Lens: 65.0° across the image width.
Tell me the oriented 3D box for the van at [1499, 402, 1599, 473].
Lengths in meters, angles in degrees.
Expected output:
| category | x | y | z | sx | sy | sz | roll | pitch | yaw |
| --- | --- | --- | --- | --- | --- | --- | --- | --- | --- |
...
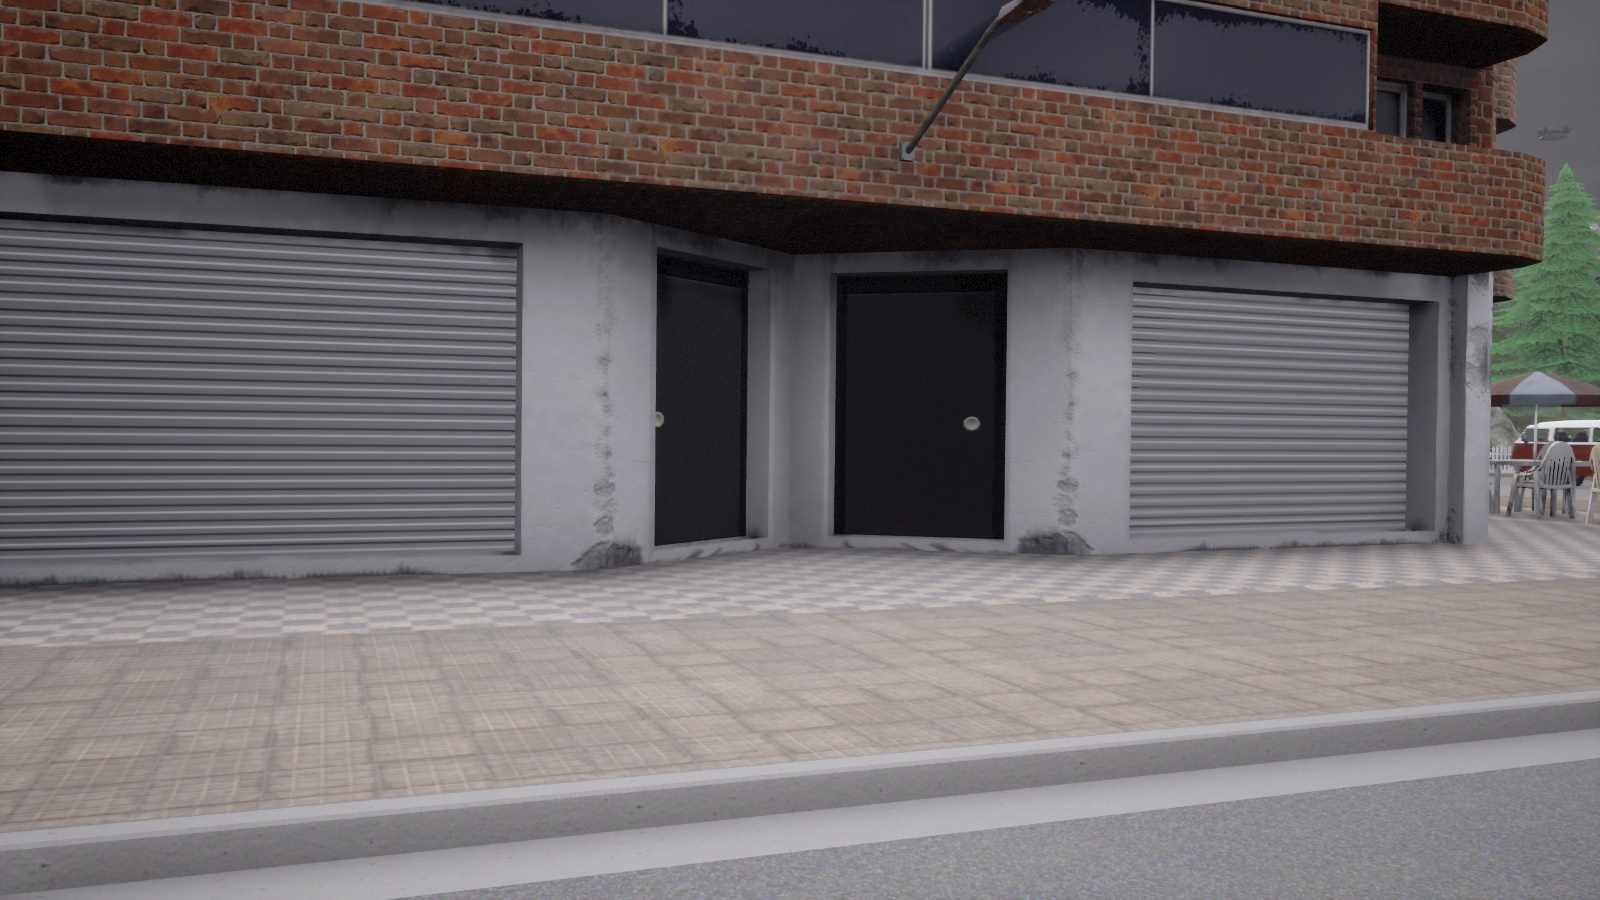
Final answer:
| category | x | y | z | sx | sy | sz | roll | pitch | yaw |
| --- | --- | --- | --- | --- | --- | --- | --- | --- | --- |
| van | 23.536 | -0.396 | 37.368 | 2.069 | 2.038 | 4.480 | -1 | 1 | -21 |
